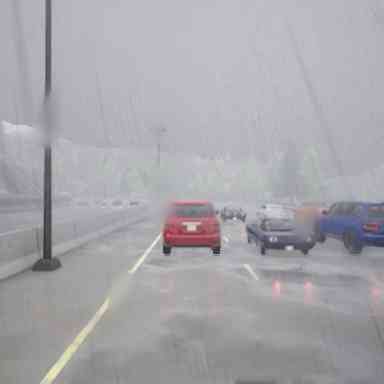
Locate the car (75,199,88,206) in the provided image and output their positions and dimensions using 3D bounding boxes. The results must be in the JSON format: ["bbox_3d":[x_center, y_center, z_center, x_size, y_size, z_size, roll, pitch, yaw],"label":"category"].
[{"bbox_3d":[-22.381,2.152,67.745,1.812,1.442,4.674,0,-1,-8],"label":"car"}]

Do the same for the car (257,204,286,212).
[{"bbox_3d":[6.989,1.800,29.371,1.812,1.442,4.674,0,0,0],"label":"car"}]

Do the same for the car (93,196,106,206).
[{"bbox_3d":[-18.942,1.858,68.404,2.150,2.045,5.566,0,-1,-8],"label":"car"}]

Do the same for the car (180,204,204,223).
[{"bbox_3d":[-0.011,1.838,29.273,1.994,1.385,4.181,0,0,0],"label":"car"}]

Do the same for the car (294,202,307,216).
[{"bbox_3d":[10.486,1.622,29.089,2.097,1.767,4.553,0,-1,0],"label":"car"}]

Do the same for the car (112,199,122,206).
[{"bbox_3d":[-15.510,2.143,69.119,1.837,1.490,4.892,0,-1,-8],"label":"car"}]

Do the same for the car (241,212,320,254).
[{"bbox_3d":[3.494,1.733,14.107,1.895,1.301,4.718,0,0,0],"label":"car"}]

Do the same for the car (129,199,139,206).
[{"bbox_3d":[-12.076,2.126,69.805,1.882,1.535,5.008,0,-1,-8],"label":"car"}]

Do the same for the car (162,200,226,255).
[{"bbox_3d":[-0.007,1.348,14.019,2.150,2.045,5.566,0,0,0],"label":"car"}]

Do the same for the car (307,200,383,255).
[{"bbox_3d":[6.993,1.348,14.021,2.150,2.045,5.566,0,0,0],"label":"car"}]

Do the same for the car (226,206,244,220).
[{"bbox_3d":[3.485,1.873,29.106,1.895,1.301,4.718,0,0,0],"label":"car"}]
